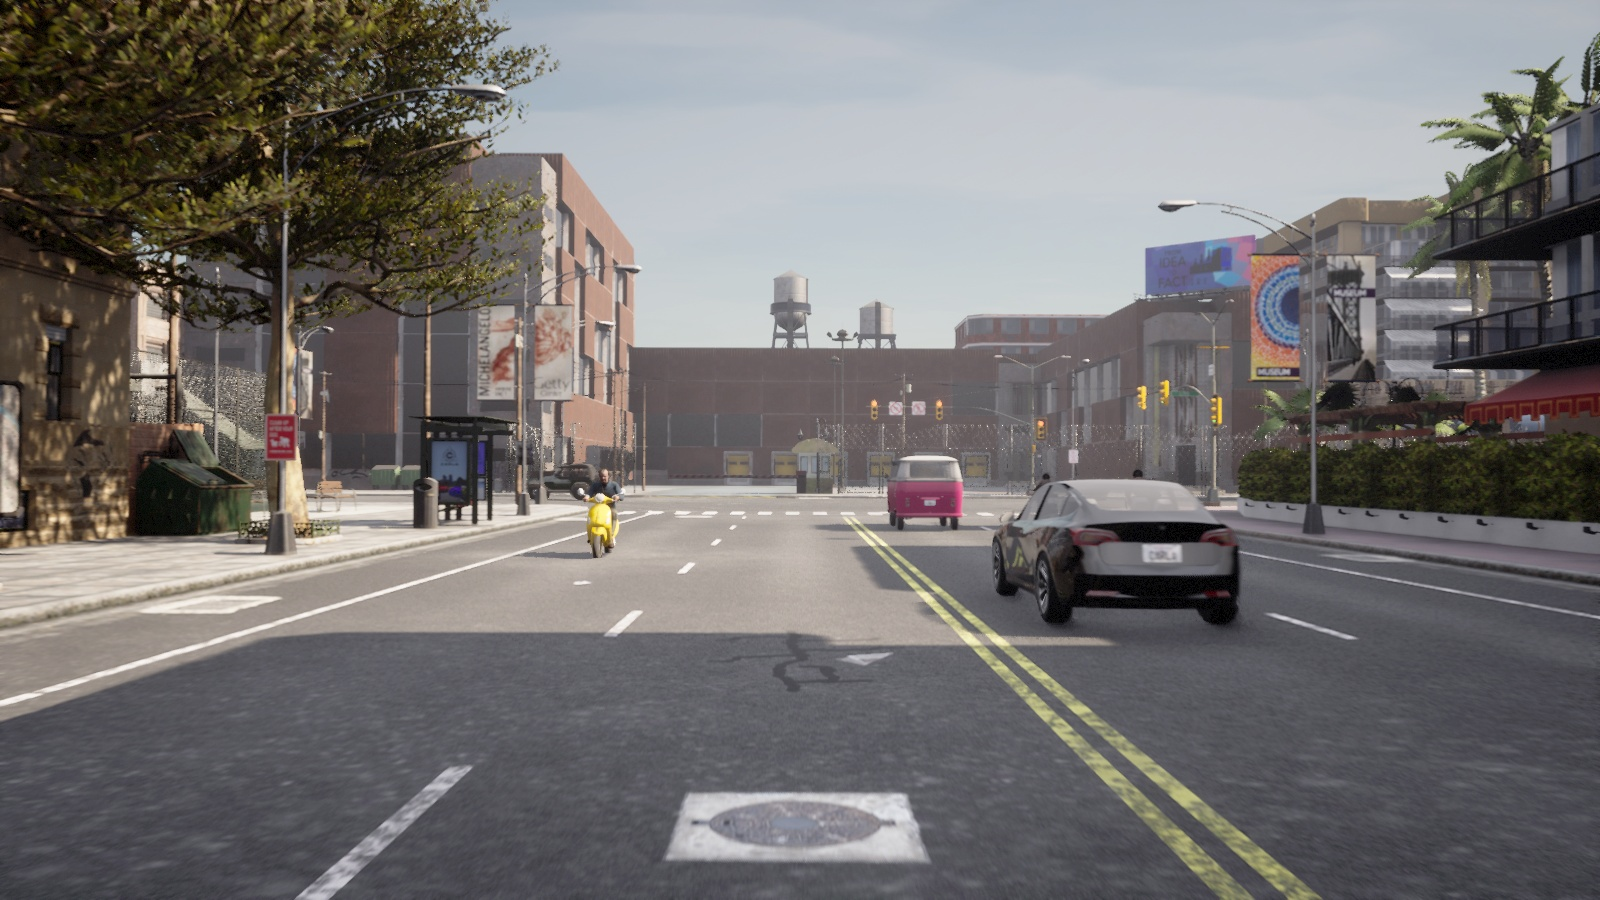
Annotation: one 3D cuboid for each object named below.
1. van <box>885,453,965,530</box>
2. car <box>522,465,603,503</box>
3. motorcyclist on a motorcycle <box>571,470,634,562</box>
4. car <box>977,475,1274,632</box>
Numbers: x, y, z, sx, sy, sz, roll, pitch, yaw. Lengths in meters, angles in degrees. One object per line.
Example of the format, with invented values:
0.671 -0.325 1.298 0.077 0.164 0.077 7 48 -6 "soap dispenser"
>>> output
3.412 1.137 35.073 1.775 1.987 4.442 0 -1 0 "van"
-12.268 1.748 65.030 3.866 1.878 1.905 0 -1 0 "car"
-3.557 1.164 22.783 0.866 1.590 1.817 0 -1 0 "motorcyclist on a motorcycle"
3.464 1.043 14.474 2.163 1.488 4.792 0 -1 0 "car"
